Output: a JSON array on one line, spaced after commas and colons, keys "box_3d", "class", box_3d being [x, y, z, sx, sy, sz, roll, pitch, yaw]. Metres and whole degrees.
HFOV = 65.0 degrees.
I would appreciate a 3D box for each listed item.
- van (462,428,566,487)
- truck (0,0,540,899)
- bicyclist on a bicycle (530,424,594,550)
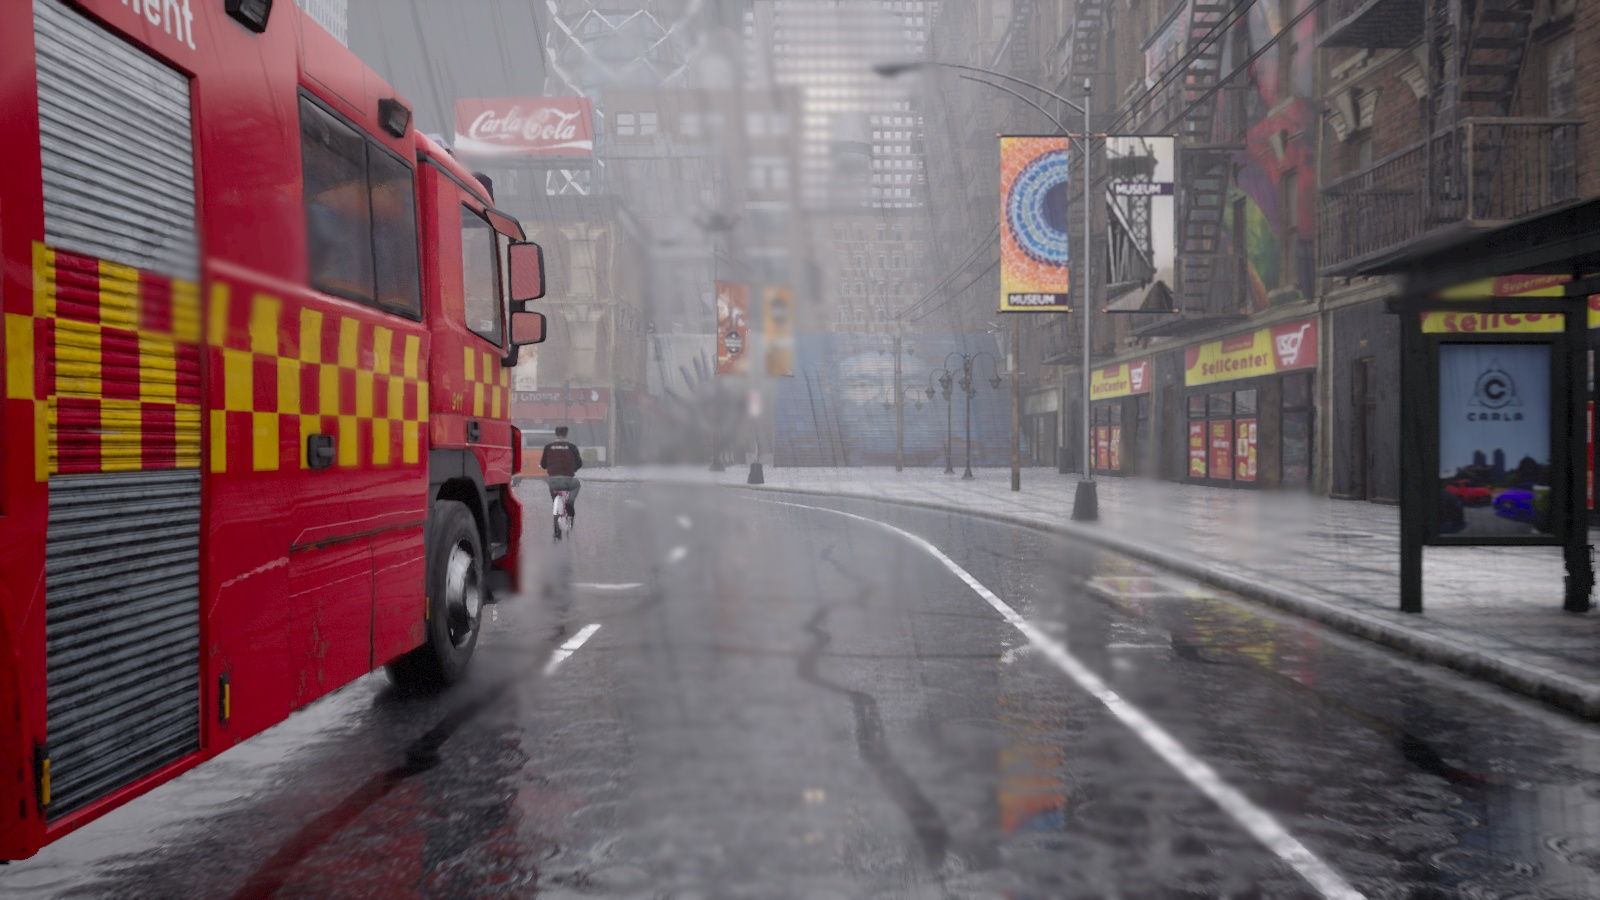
[{"box_3d": [-10.144, 0.241, 44.315, 1.775, 1.987, 4.442, 0, 0, -39], "class": "van"}, {"box_3d": [-3.453, -0.451, 5.365, 2.891, 3.827, 8.468, 0, 0, 0], "class": "truck"}, {"box_3d": [-3.487, 0.510, 18.536, 0.659, 1.776, 1.843, 0, 1, -3], "class": "bicyclist on a bicycle"}]
